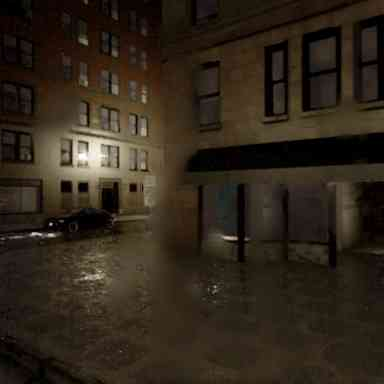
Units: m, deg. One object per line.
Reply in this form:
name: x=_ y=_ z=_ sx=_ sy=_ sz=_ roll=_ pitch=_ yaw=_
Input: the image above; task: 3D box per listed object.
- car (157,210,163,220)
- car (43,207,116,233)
car: x=-0.786 y=1.670 z=28.159 sx=1.895 sy=1.301 sz=4.718 roll=0 pitch=0 yaw=36
car: x=-6.649 y=1.614 z=20.004 sx=1.994 sy=1.385 sz=4.181 roll=0 pitch=0 yaw=36
